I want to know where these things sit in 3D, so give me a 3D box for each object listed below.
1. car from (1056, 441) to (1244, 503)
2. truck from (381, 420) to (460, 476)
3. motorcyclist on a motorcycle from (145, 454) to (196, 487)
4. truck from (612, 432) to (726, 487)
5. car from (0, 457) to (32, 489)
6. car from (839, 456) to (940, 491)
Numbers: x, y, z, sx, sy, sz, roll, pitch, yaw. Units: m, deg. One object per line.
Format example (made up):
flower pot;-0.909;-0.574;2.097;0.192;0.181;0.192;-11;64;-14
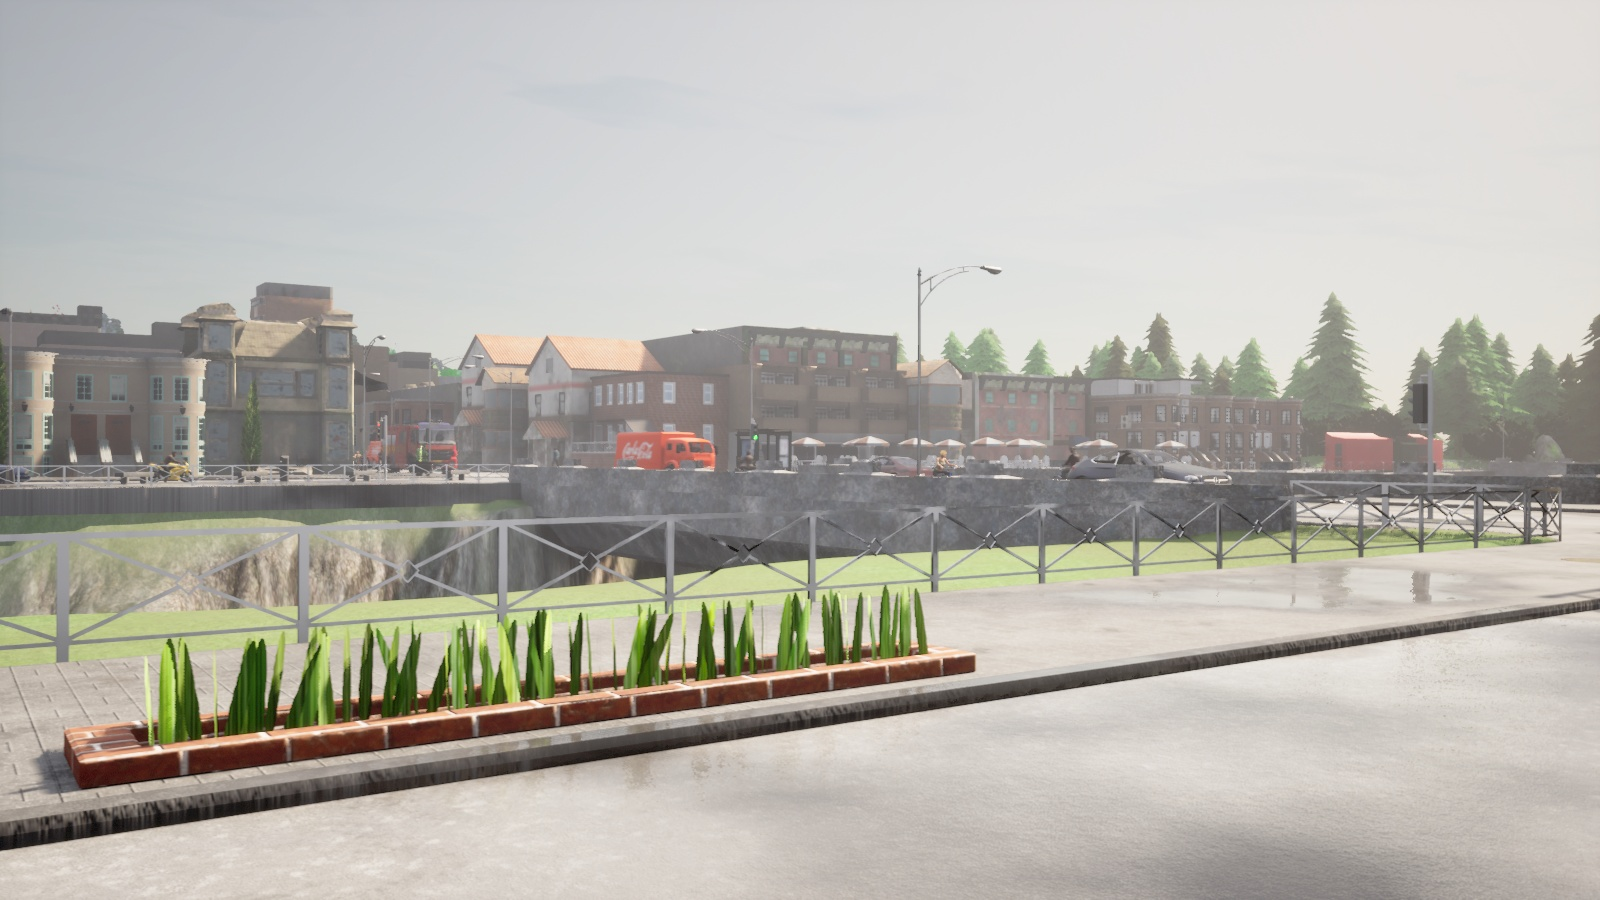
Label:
car;10.035;0.605;36.427;2.152;1.651;5.027;0;0;-35
truck;-27.269;-0.128;89.942;2.891;3.827;8.468;0;0;-35
motorcyclist on a motorcycle;-29.525;0.938;58.920;2.044;1.523;0.797;0;0;-35
truck;-6.202;0.420;59.069;5.204;2.467;2.627;0;-1;45
car;-36.336;1.002;54.177;5.357;1.411;2.033;0;0;-35
car;3.702;0.945;52.508;1.994;1.385;4.181;0;0;-35
